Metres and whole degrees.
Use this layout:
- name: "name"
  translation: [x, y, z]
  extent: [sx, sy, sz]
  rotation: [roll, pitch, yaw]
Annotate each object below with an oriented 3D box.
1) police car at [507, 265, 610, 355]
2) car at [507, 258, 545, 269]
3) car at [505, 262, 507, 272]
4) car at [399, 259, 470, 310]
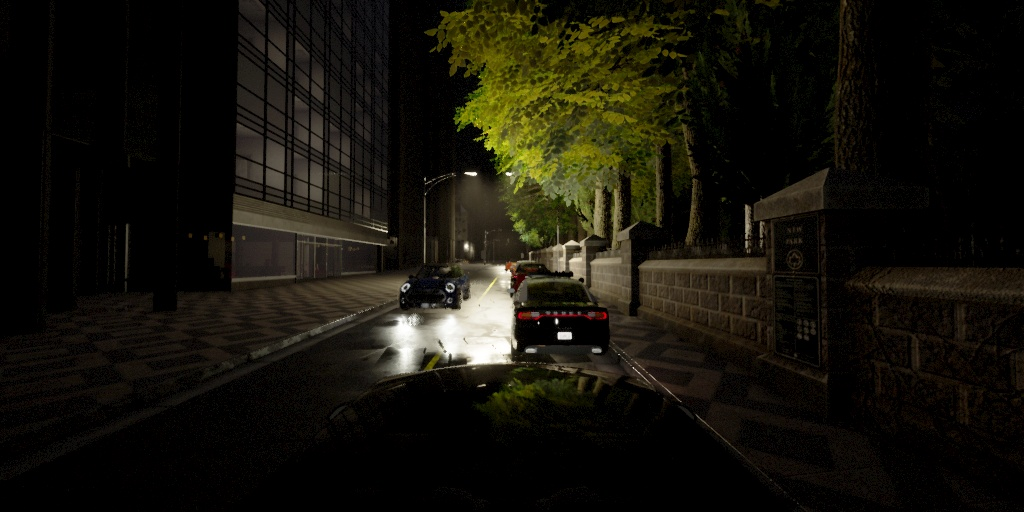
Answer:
- name: "police car"
  translation: [0.924, 1.177, 8.802]
  extent: [1.930, 1.638, 5.238]
  rotation: [0, 0, 0]
- name: "car"
  translation: [0.957, 1.105, 18.664]
  extent: [2.097, 1.767, 4.553]
  rotation: [0, 0, 0]
- name: "car"
  translation: [0.205, 1.127, 47.407]
  extent: [2.097, 1.767, 4.553]
  rotation: [0, 0, 1]
- name: "car"
  translation: [-2.956, 1.105, 14.503]
  extent: [2.097, 1.767, 4.553]
  rotation: [0, 0, 0]
